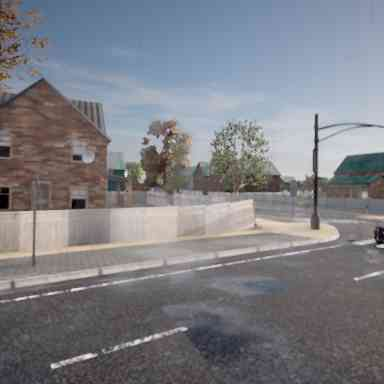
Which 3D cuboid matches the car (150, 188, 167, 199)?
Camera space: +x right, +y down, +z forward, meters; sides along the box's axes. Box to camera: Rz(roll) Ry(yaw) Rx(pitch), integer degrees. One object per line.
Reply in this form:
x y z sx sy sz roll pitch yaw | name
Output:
-6.289 0.277 61.815 2.150 2.045 5.566 1 1 -21 | car

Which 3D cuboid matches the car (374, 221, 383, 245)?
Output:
9.855 1.479 14.402 5.008 1.535 1.882 0 0 -35 | car
